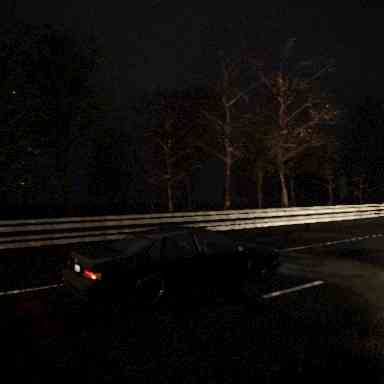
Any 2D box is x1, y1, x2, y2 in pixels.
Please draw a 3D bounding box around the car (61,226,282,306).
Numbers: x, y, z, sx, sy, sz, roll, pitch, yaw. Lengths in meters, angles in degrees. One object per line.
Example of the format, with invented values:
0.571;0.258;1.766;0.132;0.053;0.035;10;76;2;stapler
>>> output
-0.218;1.549;8.010;5.357;1.411;2.033;0;0;-36;car
